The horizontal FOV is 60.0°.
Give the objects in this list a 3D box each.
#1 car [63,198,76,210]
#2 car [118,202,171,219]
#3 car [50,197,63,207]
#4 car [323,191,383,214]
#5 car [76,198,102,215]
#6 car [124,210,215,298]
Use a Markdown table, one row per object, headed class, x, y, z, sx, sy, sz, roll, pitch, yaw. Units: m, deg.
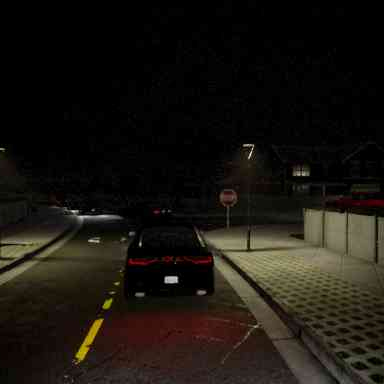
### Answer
| class | x | y | z | sx | sy | sz | roll | pitch | yaw |
| --- | --- | --- | --- | --- | --- | --- | --- | --- | --- |
| car | -14.909 | 1.495 | 42.861 | 1.812 | 1.442 | 4.674 | 0 | 0 | -30 |
| car | -3.848 | 1.519 | 26.821 | 2.033 | 1.411 | 5.357 | -1 | 1 | -44 |
| car | -20.371 | 1.454 | 51.213 | 1.882 | 1.535 | 5.008 | 0 | 0 | -36 |
| car | 13.269 | 0.961 | 26.292 | 5.566 | 2.045 | 2.150 | 0 | 0 | -9 |
| car | -10.443 | 1.477 | 34.027 | 1.837 | 1.490 | 4.892 | 0 | 0 | -24 |
| car | -0.636 | 1.474 | 8.626 | 1.882 | 1.535 | 5.008 | 0 | 0 | -6 |
